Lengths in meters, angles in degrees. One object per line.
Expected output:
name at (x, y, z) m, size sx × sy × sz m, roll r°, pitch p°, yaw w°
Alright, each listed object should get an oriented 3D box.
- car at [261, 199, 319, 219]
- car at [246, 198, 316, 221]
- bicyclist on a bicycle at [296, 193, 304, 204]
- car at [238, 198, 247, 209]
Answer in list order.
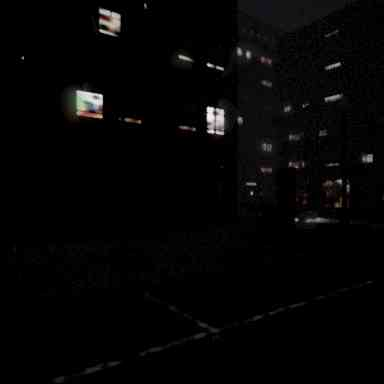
car at (7.825, 1.298, 26.941) m, size 1.994 × 1.385 × 4.181 m, roll 0°, pitch 1°, yaw -36°
car at (6.499, 1.305, 24.384) m, size 2.008 × 1.369 × 4.403 m, roll 1°, pitch 0°, yaw -36°
bicyclist on a bicycle at (11.740, 0.953, 36.407) m, size 1.656 × 1.620 × 0.582 m, roll 0°, pitch 1°, yaw -36°
car at (6.029, 1.228, 34.864) m, size 1.895 × 1.301 × 4.718 m, roll 0°, pitch 1°, yaw -36°
